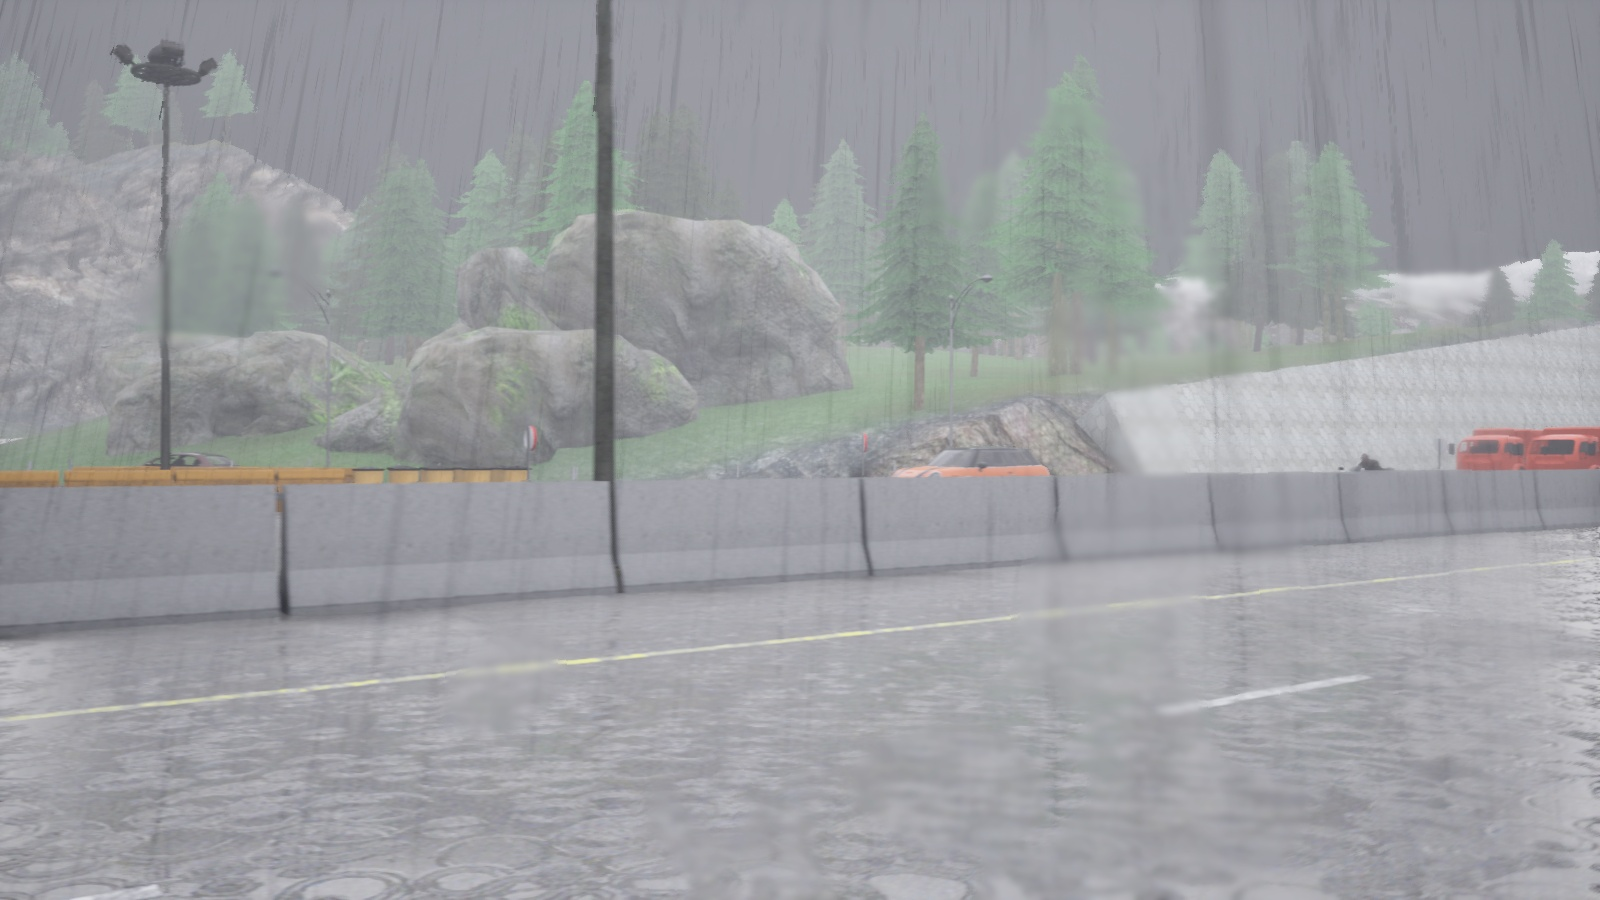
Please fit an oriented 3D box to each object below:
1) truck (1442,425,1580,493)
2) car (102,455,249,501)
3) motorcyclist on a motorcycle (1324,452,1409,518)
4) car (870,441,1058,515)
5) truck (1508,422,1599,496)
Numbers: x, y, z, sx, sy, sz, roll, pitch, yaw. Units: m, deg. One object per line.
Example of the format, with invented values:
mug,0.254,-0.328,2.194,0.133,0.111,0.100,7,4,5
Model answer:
truck,27.368,0.320,48.295,5.204,2.467,2.627,0,0,-35
car,-20.768,0.903,41.805,4.193,1.474,1.816,0,0,14
motorcyclist on a motorcycle,13.638,0.826,30.209,2.191,1.530,0.866,0,0,-35
car,4.235,0.674,32.193,4.553,1.767,2.097,0,0,-35
truck,27.548,0.309,44.157,5.204,2.467,2.627,0,0,-35
